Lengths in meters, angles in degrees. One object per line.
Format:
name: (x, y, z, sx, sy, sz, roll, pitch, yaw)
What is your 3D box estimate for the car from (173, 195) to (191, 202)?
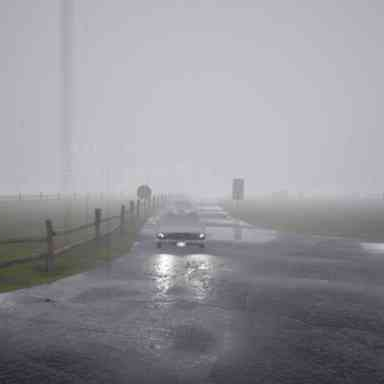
car: (-1.128, 1.036, 39.999, 1.994, 1.385, 4.181, 1, 1, 2)

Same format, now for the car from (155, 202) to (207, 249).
car: (-0.465, 1.358, 13.946, 2.033, 1.411, 5.357, 1, 1, -3)
